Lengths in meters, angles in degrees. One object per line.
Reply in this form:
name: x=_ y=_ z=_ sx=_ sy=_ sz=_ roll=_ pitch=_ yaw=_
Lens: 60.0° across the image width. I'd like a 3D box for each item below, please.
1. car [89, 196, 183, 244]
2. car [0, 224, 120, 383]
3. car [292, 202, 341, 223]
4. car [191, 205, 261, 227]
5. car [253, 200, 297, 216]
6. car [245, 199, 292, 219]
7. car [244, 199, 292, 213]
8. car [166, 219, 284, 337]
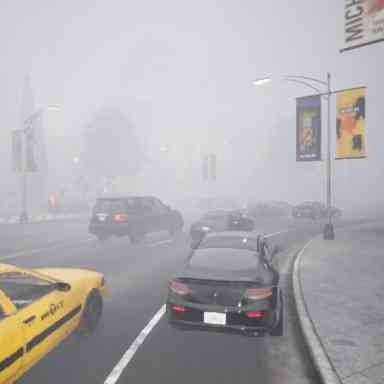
car: x=-2.496 y=1.217 z=16.127 sx=2.150 sy=2.045 sz=5.566 roll=0 pitch=0 yaw=27
car: x=-2.615 y=1.455 z=3.749 sx=1.801 sy=1.575 sz=5.366 roll=0 pitch=0 yaw=7
car: x=9.746 y=1.494 z=25.886 sx=4.902 sy=1.511 sz=2.128 roll=0 pitch=0 yaw=-39
car: x=1.606 y=1.565 z=16.230 sx=1.994 sy=1.385 sz=4.181 roll=0 pitch=0 yaw=30
car: x=8.388 y=1.566 z=33.657 sx=4.181 sy=1.385 sz=1.994 roll=0 pitch=0 yaw=-34
car: x=5.508 y=1.548 z=26.951 sx=5.357 sy=1.411 sz=2.033 roll=0 pitch=0 yaw=-42
car: x=8.738 y=1.549 z=38.076 sx=5.357 sy=1.411 sz=2.033 roll=0 pitch=0 yaw=-31
car: x=0.836 y=1.525 z=6.696 sx=1.812 sy=1.442 sz=4.674 roll=0 pitch=0 yaw=13
